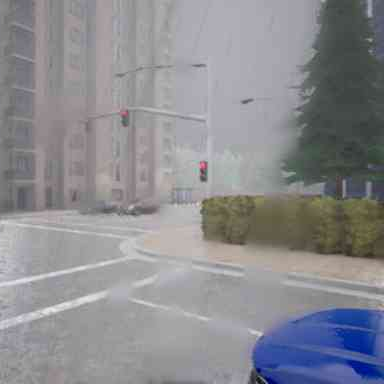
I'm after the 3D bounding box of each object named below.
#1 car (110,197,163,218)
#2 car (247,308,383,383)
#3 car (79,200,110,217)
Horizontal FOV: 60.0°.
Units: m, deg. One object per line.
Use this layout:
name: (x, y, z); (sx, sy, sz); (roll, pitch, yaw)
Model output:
car: (-4.661, 1.294, 29.943); (2.097, 1.767, 4.553); (0, 0, 36)
car: (2.756, 1.481, 1.983); (5.008, 1.535, 1.882); (0, 0, 36)
car: (-8.241, 1.459, 30.940); (1.812, 1.442, 4.674); (0, 0, 36)
